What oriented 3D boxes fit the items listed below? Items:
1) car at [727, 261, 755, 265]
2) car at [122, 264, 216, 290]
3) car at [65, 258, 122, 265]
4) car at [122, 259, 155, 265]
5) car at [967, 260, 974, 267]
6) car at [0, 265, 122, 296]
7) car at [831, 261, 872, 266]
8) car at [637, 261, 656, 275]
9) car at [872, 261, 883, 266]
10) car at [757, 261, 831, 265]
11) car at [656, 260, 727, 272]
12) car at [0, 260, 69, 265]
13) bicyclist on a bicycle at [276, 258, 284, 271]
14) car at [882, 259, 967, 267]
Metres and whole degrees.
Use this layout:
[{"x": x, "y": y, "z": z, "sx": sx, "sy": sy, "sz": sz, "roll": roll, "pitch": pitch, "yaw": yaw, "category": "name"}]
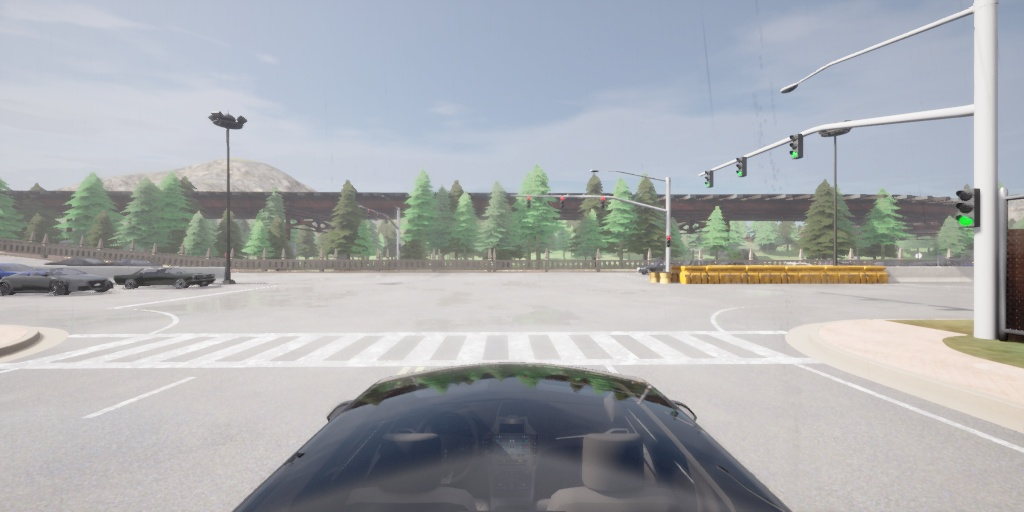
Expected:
[{"x": 20.523, "y": 1.255, "z": 34.119, "sx": 4.892, "sy": 1.490, "sz": 1.837, "roll": 0, "pitch": 0, "yaw": -2, "category": "car"}, {"x": -21.238, "y": 1.345, "z": 22.123, "sx": 4.718, "sy": 1.301, "sz": 1.895, "roll": 0, "pitch": 0, "yaw": -2, "category": "car"}, {"x": -39.015, "y": 0.874, "z": 32.297, "sx": 5.008, "sy": 1.535, "sz": 1.882, "roll": 3, "pitch": 0, "yaw": -2, "category": "car"}, {"x": -38.195, "y": 0.994, "z": 35.816, "sx": 5.357, "sy": 1.411, "sz": 2.033, "roll": 3, "pitch": 0, "yaw": -2, "category": "car"}, {"x": 42.043, "y": 1.101, "z": 34.762, "sx": 4.553, "sy": 1.767, "sz": 2.097, "roll": 0, "pitch": 0, "yaw": -2, "category": "car"}, {"x": -23.511, "y": 1.306, "z": 18.554, "sx": 4.181, "sy": 1.385, "sz": 1.994, "roll": 0, "pitch": 0, "yaw": -2, "category": "car"}, {"x": 30.829, "y": 1.241, "z": 34.434, "sx": 4.902, "sy": 1.511, "sz": 2.128, "roll": 0, "pitch": 0, "yaw": -2, "category": "car"}, {"x": 15.582, "y": 1.241, "z": 37.468, "sx": 4.902, "sy": 1.511, "sz": 2.128, "roll": 0, "pitch": 0, "yaw": -2, "category": "car"}, {"x": 39.511, "y": 1.276, "z": 38.201, "sx": 4.674, "sy": 1.442, "sz": 1.812, "roll": 0, "pitch": 0, "yaw": 0, "category": "car"}, {"x": 24.017, "y": 1.276, "z": 30.708, "sx": 4.674, "sy": 1.442, "sz": 1.812, "roll": 0, "pitch": 0, "yaw": -2, "category": "car"}, {"x": 15.188, "y": 1.102, "z": 30.453, "sx": 4.553, "sy": 1.767, "sz": 2.097, "roll": 0, "pitch": 0, "yaw": -2, "category": "car"}, {"x": -30.852, "y": 1.166, "z": 21.830, "sx": 5.008, "sy": 1.535, "sz": 1.882, "roll": 1, "pitch": 0, "yaw": -2, "category": "car"}, {"x": -28.446, "y": 1.041, "z": 43.896, "sx": 0.582, "sy": 1.620, "sz": 1.656, "roll": 0, "pitch": 0, "yaw": -2, "category": "bicyclist on a bicycle"}, {"x": 35.686, "y": 1.253, "z": 31.079, "sx": 4.892, "sy": 1.490, "sz": 1.837, "roll": 0, "pitch": 0, "yaw": -2, "category": "car"}]
